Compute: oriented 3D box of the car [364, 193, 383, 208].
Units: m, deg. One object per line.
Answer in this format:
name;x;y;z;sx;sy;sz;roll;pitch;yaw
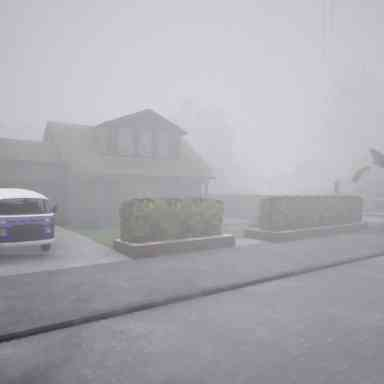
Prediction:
car;23.118;0.985;40.284;3.866;1.878;1.905;0;0;0
